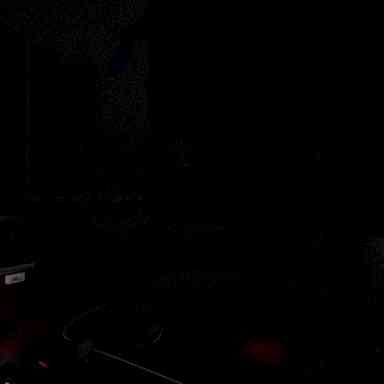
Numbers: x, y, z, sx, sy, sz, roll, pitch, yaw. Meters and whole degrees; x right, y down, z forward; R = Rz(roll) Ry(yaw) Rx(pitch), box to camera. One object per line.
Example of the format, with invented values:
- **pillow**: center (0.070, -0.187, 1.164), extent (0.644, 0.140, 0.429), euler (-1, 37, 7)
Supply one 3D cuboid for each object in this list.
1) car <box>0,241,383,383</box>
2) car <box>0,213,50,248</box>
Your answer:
- **car**: center (-0.033, 1.440, 2.985), extent (4.097, 1.590, 1.967), euler (0, 0, 35)
- **car**: center (-4.463, 1.315, 6.138), extent (5.009, 1.841, 2.192), euler (0, 0, 35)
